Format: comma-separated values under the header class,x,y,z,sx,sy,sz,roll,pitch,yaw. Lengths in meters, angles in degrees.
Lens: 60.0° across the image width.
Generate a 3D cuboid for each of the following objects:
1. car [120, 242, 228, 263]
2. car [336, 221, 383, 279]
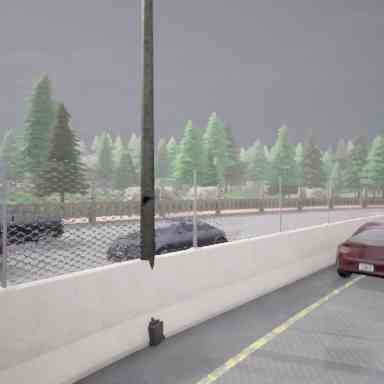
class,x,y,z,sx,sy,sz,roll,pitch,yaw
car,-0.659,1.563,10.857,1.994,1.385,4.181,0,0,42
car,5.507,1.524,9.112,1.812,1.442,4.674,0,0,44
